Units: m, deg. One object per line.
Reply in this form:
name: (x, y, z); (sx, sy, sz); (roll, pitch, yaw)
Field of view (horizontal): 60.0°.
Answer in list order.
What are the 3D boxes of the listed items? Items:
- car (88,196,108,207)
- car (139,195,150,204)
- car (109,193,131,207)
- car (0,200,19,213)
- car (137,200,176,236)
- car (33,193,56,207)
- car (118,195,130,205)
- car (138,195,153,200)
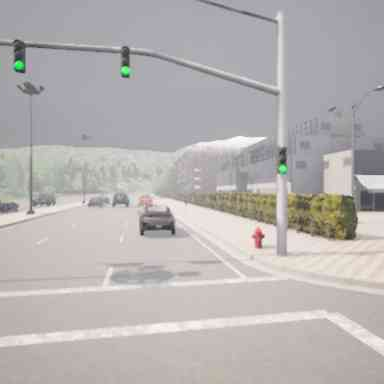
car: (-13.766, 1.441, 47.809); (2.033, 1.411, 5.357); (0, 0, -9)
car: (-8.432, 1.370, 59.066); (1.837, 1.490, 4.892); (0, 0, -9)
car: (-10.248, 1.113, 47.964); (2.150, 2.045, 5.566); (0, 0, -9)
car: (-19.942, 1.527, 34.984); (1.895, 1.301, 4.718); (0, 0, -9)
car: (-1.975, 1.450, 18.325); (2.128, 1.511, 4.902); (0, 0, -9)
car: (-22.307, 1.202, 50.670); (2.150, 2.045, 5.566); (0, 0, -9)
car: (-11.890, 1.346, 58.526); (1.882, 1.535, 5.008); (0, 0, -9)
car: (-6.891, 1.240, 49.154); (2.097, 1.767, 4.553); (0, 0, -9)
